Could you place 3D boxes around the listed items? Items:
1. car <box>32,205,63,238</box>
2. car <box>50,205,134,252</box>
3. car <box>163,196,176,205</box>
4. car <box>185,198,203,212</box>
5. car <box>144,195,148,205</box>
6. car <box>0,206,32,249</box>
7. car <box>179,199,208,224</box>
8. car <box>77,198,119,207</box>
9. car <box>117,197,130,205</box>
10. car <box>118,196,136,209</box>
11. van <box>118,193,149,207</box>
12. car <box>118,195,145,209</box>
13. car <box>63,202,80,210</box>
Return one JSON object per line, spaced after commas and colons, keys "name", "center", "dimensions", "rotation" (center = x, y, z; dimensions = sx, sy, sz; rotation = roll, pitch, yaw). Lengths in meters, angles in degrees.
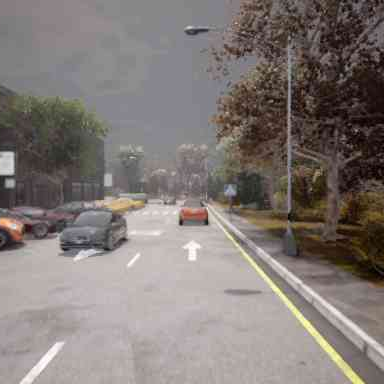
{"name": "car", "center": [-9.136, 1.541, 16.423], "dimensions": [4.792, 1.488, 2.163], "rotation": [-1, 0, -20]}
{"name": "car", "center": [-3.967, 1.526, 14.155], "dimensions": [1.837, 1.490, 4.892], "rotation": [0, 0, 0]}
{"name": "car", "center": [-3.774, 1.459, 56.476], "dimensions": [2.128, 1.511, 4.902], "rotation": [0, 1, 1]}
{"name": "car", "center": [0.244, 1.586, 42.411], "dimensions": [2.128, 1.511, 4.902], "rotation": [0, 0, 0]}
{"name": "car", "center": [-9.102, 1.557, 46.436], "dimensions": [5.008, 1.535, 2.097], "rotation": [-1, 0, -20]}
{"name": "car", "center": [-9.215, 1.381, 13.404], "dimensions": [4.553, 1.767, 2.185], "rotation": [-1, 0, -20]}
{"name": "car", "center": [0.133, 1.401, 25.438], "dimensions": [2.097, 1.767, 4.553], "rotation": [0, 0, 0]}
{"name": "car", "center": [-9.115, 1.546, 28.416], "dimensions": [4.892, 1.521, 2.231], "rotation": [-1, 0, -20]}
{"name": "car", "center": [-8.923, 1.549, 31.480], "dimensions": [5.366, 1.575, 1.946], "rotation": [-1, 0, -20]}
{"name": "car", "center": [-8.916, 1.557, 34.481], "dimensions": [5.366, 1.575, 1.946], "rotation": [-1, 0, -20]}
{"name": "van", "center": [-9.234, 1.272, 52.381], "dimensions": [4.442, 1.987, 1.878], "rotation": [-1, 1, -20]}
{"name": "car", "center": [-9.257, 1.579, 43.368], "dimensions": [5.366, 1.575, 1.946], "rotation": [-1, 0, -20]}
{"name": "car", "center": [-9.149, 1.560, 19.415], "dimensions": [4.674, 1.452, 2.002], "rotation": [-1, 0, -20]}
